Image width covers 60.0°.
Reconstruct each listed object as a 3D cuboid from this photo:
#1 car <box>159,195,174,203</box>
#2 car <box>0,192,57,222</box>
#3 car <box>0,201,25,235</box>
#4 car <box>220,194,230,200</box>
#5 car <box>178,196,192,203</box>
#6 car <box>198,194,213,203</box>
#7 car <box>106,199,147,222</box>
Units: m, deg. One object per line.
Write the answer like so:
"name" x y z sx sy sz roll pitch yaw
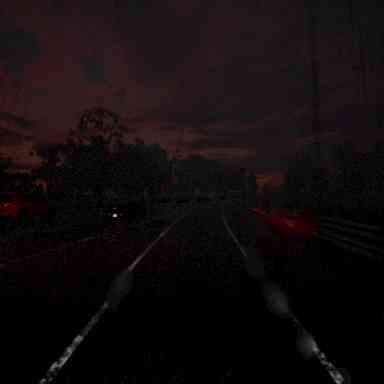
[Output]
"car" -4.846 1.390 63.046 1.837 1.490 4.892 0 0 12
"car" -12.011 1.038 23.796 2.150 2.045 5.566 0 0 9
"car" -9.843 1.310 14.558 1.837 1.490 4.892 0 0 8
"car" 9.240 1.297 93.098 2.097 1.767 4.553 0 0 14
"car" -1.264 1.448 63.065 1.994 1.385 4.181 0 0 12
"car" 2.319 1.391 63.106 1.837 1.490 4.892 0 0 12
"car" -4.770 1.328 24.676 1.837 1.490 4.892 0 0 9
